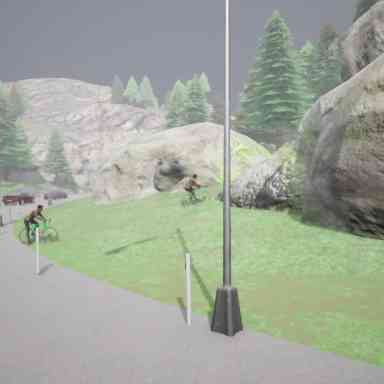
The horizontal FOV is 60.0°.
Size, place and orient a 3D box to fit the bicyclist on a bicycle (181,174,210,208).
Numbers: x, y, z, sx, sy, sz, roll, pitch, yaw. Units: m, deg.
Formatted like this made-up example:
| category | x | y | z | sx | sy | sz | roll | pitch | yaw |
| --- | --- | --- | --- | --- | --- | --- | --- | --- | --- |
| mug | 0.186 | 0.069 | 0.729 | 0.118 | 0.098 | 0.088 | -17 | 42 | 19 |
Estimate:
| category | x | y | z | sx | sy | sz | roll | pitch | yaw |
| --- | --- | --- | --- | --- | --- | --- | --- | --- | --- |
| bicyclist on a bicycle | 0.141 | -0.066 | 17.153 | 1.656 | 1.620 | 0.582 | -13 | 11 | -20 |

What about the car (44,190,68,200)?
| category | x | y | z | sx | sy | sz | roll | pitch | yaw |
| --- | --- | --- | --- | --- | --- | --- | --- | --- | --- |
| car | -20.925 | 0.434 | 51.243 | 1.994 | 1.385 | 4.181 | 0 | 2 | 9 |

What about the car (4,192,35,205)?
| category | x | y | z | sx | sy | sz | roll | pitch | yaw |
| --- | --- | --- | --- | --- | --- | --- | --- | --- | --- |
| car | -21.078 | 0.741 | 40.794 | 1.882 | 1.535 | 5.008 | 0 | 2 | -2 |

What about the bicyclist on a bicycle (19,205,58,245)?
| category | x | y | z | sx | sy | sz | roll | pitch | yaw |
| --- | --- | --- | --- | --- | --- | --- | --- | --- | --- |
| bicyclist on a bicycle | -6.467 | 1.368 | 13.947 | 1.656 | 1.620 | 0.582 | -3 | 3 | 2 |
